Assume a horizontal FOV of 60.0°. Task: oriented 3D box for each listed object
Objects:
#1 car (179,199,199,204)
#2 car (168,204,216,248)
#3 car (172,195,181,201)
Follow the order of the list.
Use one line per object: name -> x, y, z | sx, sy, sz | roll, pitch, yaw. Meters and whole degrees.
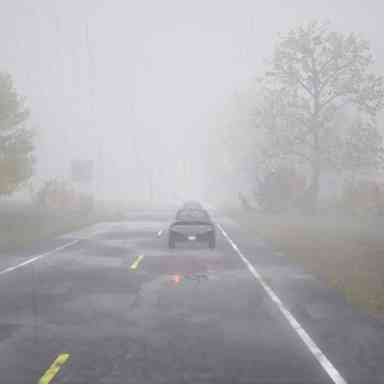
car -> 0.000, 1.552, 29.650 | 1.994, 1.385, 4.181 | 0, 0, 0
car -> 0.000, 1.488, 14.650 | 2.128, 1.511, 4.902 | 0, 0, 0
car -> -3.499, 1.383, 76.725 | 1.994, 1.385, 4.181 | 0, 0, 0
